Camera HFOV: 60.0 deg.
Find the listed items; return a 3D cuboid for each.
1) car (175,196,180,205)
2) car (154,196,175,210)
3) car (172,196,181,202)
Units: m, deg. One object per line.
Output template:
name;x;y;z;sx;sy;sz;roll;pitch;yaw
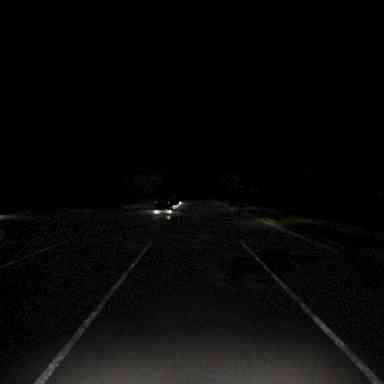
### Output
car;-3.525;1.554;55.956;1.994;1.385;4.181;0;0;1
car;-3.582;1.343;41.911;2.097;1.767;4.553;0;0;0
car;-3.476;1.581;76.252;1.895;1.301;4.718;0;0;0
